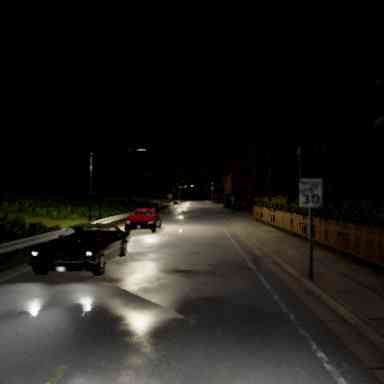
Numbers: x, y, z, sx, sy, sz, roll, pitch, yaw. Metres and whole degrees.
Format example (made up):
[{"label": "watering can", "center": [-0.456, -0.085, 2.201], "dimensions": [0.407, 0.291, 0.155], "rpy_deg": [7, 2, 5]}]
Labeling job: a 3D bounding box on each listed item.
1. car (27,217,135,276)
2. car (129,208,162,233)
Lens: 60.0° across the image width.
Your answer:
[{"label": "car", "center": [-3.392, 1.739, 10.928], "dimensions": [1.895, 1.301, 4.718], "rpy_deg": [0, -1, 1]}, {"label": "car", "center": [-3.089, 1.806, 21.977], "dimensions": [1.812, 1.442, 4.674], "rpy_deg": [0, -1, 1]}]
